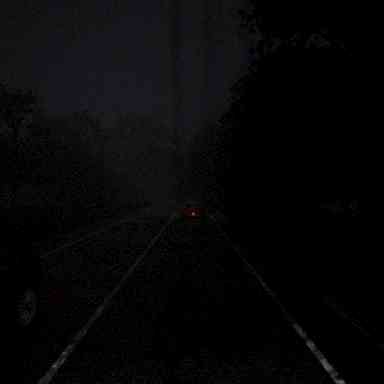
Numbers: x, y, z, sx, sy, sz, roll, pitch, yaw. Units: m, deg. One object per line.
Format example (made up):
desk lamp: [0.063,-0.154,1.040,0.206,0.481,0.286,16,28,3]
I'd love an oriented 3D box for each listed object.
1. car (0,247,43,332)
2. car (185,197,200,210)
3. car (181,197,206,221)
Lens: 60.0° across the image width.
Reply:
car: [-3.601,1.492,4.065,2.128,1.511,4.902,0,0,0]
car: [0.098,1.418,43.213,1.837,1.490,4.892,0,0,0]
car: [0.099,1.461,27.027,1.882,1.535,5.008,0,0,0]
